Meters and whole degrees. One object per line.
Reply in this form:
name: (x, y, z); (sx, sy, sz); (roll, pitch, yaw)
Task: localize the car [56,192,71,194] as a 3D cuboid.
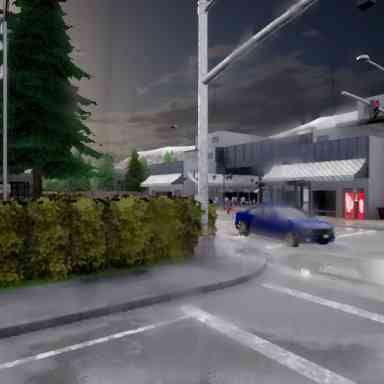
car: (-17.093, 1.041, 44.765); (2.150, 2.045, 5.566); (0, 0, -36)

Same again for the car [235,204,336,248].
car: (3.845, 1.327, 14.496); (1.882, 1.535, 5.008); (1, 1, -26)
